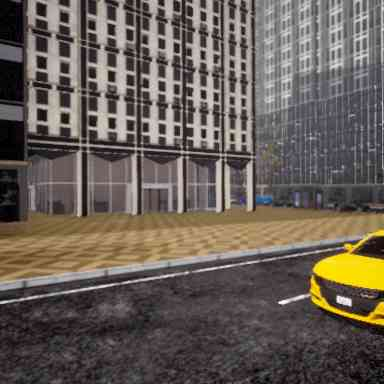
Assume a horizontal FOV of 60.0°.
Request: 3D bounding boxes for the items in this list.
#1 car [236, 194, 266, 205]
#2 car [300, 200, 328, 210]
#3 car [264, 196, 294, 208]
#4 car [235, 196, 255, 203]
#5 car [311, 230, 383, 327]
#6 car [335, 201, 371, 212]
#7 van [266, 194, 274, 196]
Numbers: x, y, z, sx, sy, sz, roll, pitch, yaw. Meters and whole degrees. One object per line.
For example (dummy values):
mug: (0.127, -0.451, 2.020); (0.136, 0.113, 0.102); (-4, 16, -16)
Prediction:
car: (10.624, 1.518, 60.778); (1.882, 1.535, 5.008); (0, 1, -34)
car: (16.976, 1.771, 46.666); (1.802, 1.307, 4.206); (0, 0, -34)
car: (13.810, 1.707, 51.386); (1.947, 1.339, 4.313); (0, 0, -34)
car: (11.124, 1.518, 70.215); (1.802, 1.307, 4.206); (0, 0, -34)
car: (4.532, 1.548, 6.932); (5.008, 1.535, 1.882); (1, -1, -36)
car: (20.177, 1.803, 41.967); (1.947, 1.339, 4.313); (0, 0, -34)
van: (14.339, 1.326, 65.527); (1.690, 1.788, 3.998); (0, 0, -34)
